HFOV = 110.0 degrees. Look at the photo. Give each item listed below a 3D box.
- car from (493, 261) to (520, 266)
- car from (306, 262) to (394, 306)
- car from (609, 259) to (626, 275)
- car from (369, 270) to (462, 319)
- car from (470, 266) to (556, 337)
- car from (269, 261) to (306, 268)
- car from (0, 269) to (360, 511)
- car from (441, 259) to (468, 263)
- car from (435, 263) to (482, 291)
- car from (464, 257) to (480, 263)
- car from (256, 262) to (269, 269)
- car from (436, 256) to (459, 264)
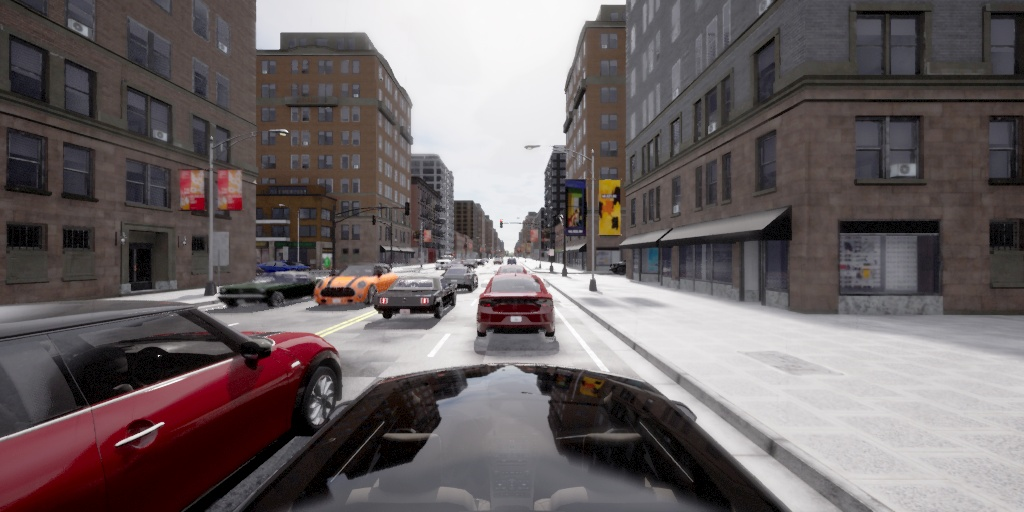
[{"bbox_3d":[-0.004,1.227,19.881,1.882,1.535,5.008,0,0,0],"label":"car"},{"bbox_3d":[-6.604,1.101,15.741,2.097,1.767,4.553,0,0,0],"label":"car"},{"bbox_3d":[13.365,1.009,38.784,5.566,2.045,2.150,0,0,0],"label":"car"},{"bbox_3d":[-3.153,1.351,12.785,1.895,1.301,4.718,0,0,0],"label":"car"},{"bbox_3d":[0.099,1.228,10.310,1.882,1.535,5.008,0,0,0],"label":"car"},{"bbox_3d":[-22.755,1.219,35.655,5.008,1.535,1.882,0,0,0],"label":"car"},{"bbox_3d":[-3.152,1.102,2.626,2.097,1.767,4.553,0,0,0],"label":"car"},{"bbox_3d":[-6.612,1.321,41.658,1.994,1.385,4.181,0,0,0],"label":"car"},{"bbox_3d":[-3.156,1.313,21.542,1.994,1.385,4.181,0,0,0],"label":"car"},{"bbox_3d":[-6.601,1.220,56.066,1.882,1.535,5.008,0,0,0],"label":"car"},{"bbox_3d":[-25.424,1.170,33.129,4.097,1.591,1.967,0,0,0],"label":"car"},{"bbox_3d":[-9.833,0.965,53.637,2.150,2.045,5.566,0,0,2],"label":"car"}]
